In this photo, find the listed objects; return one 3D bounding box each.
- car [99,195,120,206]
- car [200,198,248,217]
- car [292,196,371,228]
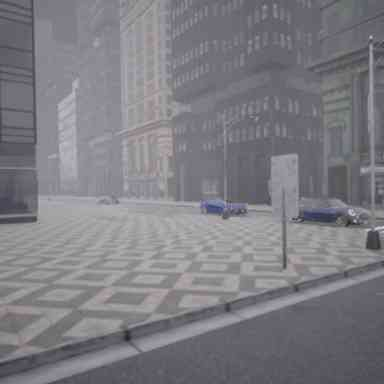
[{"bbox_3d":[-12.594,1.251,50.508,1.837,1.490,4.892,-2,1,-35],"label":"car"},{"bbox_3d":[2.697,1.283,29.004,1.882,1.535,5.008,-2,1,-35],"label":"car"},{"bbox_3d":[8.570,1.154,20.740,2.097,1.767,4.553,-2,1,-35],"label":"car"}]
